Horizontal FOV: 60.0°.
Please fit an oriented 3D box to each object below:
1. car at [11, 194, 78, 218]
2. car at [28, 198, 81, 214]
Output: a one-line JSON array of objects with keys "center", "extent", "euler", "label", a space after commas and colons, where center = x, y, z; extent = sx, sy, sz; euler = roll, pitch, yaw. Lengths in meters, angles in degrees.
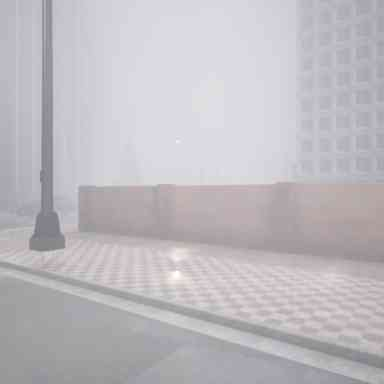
[{"center": [-13.778, 1.221, 31.164], "extent": [2.150, 2.045, 5.566], "euler": [0, 0, 35], "label": "car"}, {"center": [-14.736, 1.478, 35.885], "extent": [1.882, 1.535, 5.008], "euler": [0, 0, 35], "label": "car"}]
